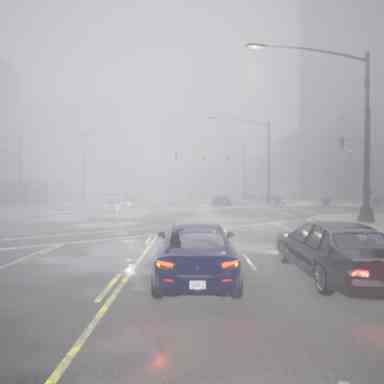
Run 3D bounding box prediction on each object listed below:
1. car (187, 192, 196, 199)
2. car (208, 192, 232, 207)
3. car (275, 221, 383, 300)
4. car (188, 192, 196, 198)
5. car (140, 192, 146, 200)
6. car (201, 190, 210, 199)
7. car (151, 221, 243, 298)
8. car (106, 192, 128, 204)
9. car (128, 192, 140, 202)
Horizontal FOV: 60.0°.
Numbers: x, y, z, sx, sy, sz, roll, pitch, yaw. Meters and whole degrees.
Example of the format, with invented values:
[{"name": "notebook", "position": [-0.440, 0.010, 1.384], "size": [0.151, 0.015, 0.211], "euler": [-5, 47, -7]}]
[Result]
[{"name": "car", "position": [-0.061, 0.731, 75.024], "size": [1.882, 1.535, 5.008], "euler": [0, 0, 0]}, {"name": "car", "position": [3.511, 0.999, 40.001], "size": [1.994, 1.385, 4.181], "euler": [0, 1, -3]}, {"name": "car", "position": [3.603, 1.456, 8.395], "size": [2.033, 1.411, 5.357], "euler": [0, 1, 0]}, {"name": "car", "position": [-0.070, 0.744, 85.472], "size": [1.895, 1.301, 4.718], "euler": [0, 0, 0]}, {"name": "car", "position": [-10.556, 0.755, 68.480], "size": [1.882, 1.535, 5.008], "euler": [0, 0, 0]}, {"name": "car", "position": [3.439, 0.793, 75.027], "size": [2.033, 1.411, 5.357], "euler": [0, 0, 0]}, {"name": "car", "position": [0.104, 1.435, 8.126], "size": [1.812, 1.442, 4.674], "euler": [0, 1, 0]}, {"name": "car", "position": [-10.605, 0.907, 46.142], "size": [1.812, 1.442, 4.674], "euler": [0, 0, 0]}, {"name": "car", "position": [-10.605, 0.814, 55.921], "size": [2.128, 1.511, 4.902], "euler": [0, 0, 0]}]
